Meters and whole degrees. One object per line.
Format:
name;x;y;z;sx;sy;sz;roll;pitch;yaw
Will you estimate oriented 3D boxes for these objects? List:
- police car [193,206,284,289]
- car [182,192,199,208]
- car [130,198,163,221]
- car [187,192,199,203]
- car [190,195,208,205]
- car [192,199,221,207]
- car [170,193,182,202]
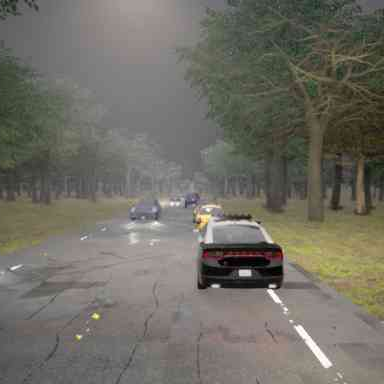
police car;1.069;1.417;9.246;1.930;1.638;5.238;0;0;0
car;0.108;1.103;45.873;2.150;2.045;5.566;0;0;0
car;-3.546;1.308;26.497;2.097;1.767;4.553;0;0;0
car;0.132;1.006;64.143;2.150;2.045;5.566;0;0;0
car;1.101;1.311;25.110;2.097;1.767;4.553;0;0;0
car;1.090;1.430;19.328;1.801;1.575;5.366;0;0;0
car;-3.374;1.268;67.380;2.128;1.511;4.902;0;0;1
